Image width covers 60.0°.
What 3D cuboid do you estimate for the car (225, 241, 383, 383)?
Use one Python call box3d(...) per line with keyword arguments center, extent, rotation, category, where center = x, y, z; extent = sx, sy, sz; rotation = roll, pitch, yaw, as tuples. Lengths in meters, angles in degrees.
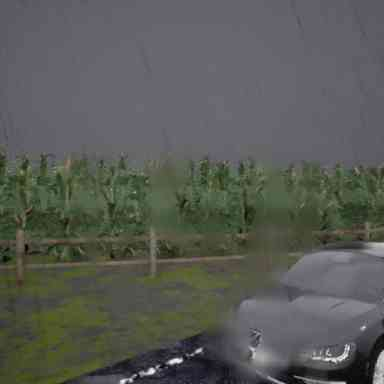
box3d(center=(2.624, 1.604, 5.193), extent=(4.892, 1.490, 1.837), rotation=(1, -1, -39), category="car")
